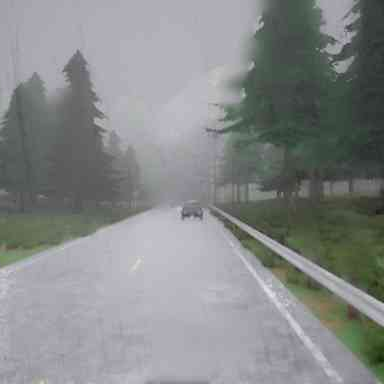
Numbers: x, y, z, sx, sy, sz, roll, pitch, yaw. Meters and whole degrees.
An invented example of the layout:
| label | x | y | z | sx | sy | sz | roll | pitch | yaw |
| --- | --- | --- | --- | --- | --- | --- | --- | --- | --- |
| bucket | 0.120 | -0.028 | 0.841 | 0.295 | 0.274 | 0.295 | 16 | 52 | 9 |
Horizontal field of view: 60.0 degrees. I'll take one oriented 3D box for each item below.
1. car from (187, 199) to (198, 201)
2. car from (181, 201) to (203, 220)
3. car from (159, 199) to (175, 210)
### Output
| label | x | y | z | sx | sy | sz | roll | pitch | yaw |
| --- | --- | --- | --- | --- | --- | --- | --- | --- | --- |
| car | 0.055 | 1.695 | 43.426 | 1.837 | 1.490 | 4.892 | 0 | 0 | 1 |
| car | 0.013 | 1.730 | 29.600 | 1.895 | 1.301 | 4.718 | 0 | 0 | 0 |
| car | -3.490 | 1.765 | 46.956 | 1.837 | 1.490 | 4.892 | 0 | 0 | 0 |
